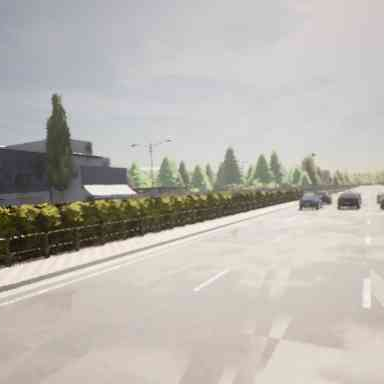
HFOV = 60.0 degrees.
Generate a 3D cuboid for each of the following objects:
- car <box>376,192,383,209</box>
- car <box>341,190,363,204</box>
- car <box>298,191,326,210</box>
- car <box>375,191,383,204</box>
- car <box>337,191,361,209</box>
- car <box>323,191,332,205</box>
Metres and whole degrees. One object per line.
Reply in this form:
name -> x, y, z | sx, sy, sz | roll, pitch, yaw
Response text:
car -> 17.866, 0.733, 29.823 | 1.812, 1.442, 4.674 | -3, 0, 28
car -> 19.793, 0.625, 41.091 | 2.128, 1.511, 4.902 | -3, 0, 28
car -> 12.001, 1.012, 33.696 | 1.812, 1.442, 4.674 | -3, 0, 28
car -> 22.324, 0.613, 38.410 | 1.895, 1.301, 4.718 | -3, 0, 28
car -> 15.316, 0.808, 32.487 | 1.882, 1.535, 5.008 | -3, 0, 28
car -> 16.373, 0.644, 41.937 | 2.097, 1.767, 4.553 | -3, 0, 28
